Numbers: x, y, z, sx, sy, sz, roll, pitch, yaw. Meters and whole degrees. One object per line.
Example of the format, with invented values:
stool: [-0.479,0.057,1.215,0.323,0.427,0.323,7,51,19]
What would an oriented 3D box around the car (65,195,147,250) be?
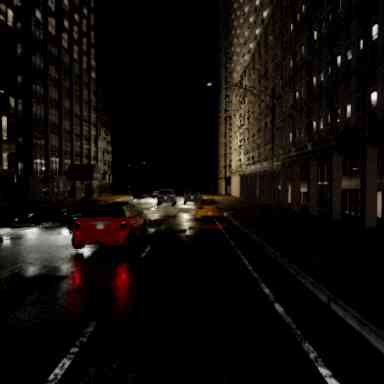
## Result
car: [-3.146,1.176,13.517,2.097,1.767,4.553,0,1,0]

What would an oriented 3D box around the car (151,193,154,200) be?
car: [-6.504,0.664,62.491,2.128,1.511,4.902,0,1,1]

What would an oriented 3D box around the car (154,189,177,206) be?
car: [-3.136,0.672,42.096,2.150,2.045,5.566,0,1,0]

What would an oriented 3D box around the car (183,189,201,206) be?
car: [0.026,0.656,43.142,2.150,2.045,5.566,0,1,0]

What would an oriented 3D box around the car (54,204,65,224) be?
car: [-6.588,1.216,21.201,2.128,1.511,4.902,0,1,0]

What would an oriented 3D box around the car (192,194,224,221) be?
car: [1.145,1.171,23.581,1.882,1.535,5.008,0,1,0]

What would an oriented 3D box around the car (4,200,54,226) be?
car: [-9.839,1.254,20.971,1.812,1.442,4.674,0,1,0]

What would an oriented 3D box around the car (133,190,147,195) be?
car: [-9.756,0.522,62.557,2.097,1.767,4.553,0,1,1]
